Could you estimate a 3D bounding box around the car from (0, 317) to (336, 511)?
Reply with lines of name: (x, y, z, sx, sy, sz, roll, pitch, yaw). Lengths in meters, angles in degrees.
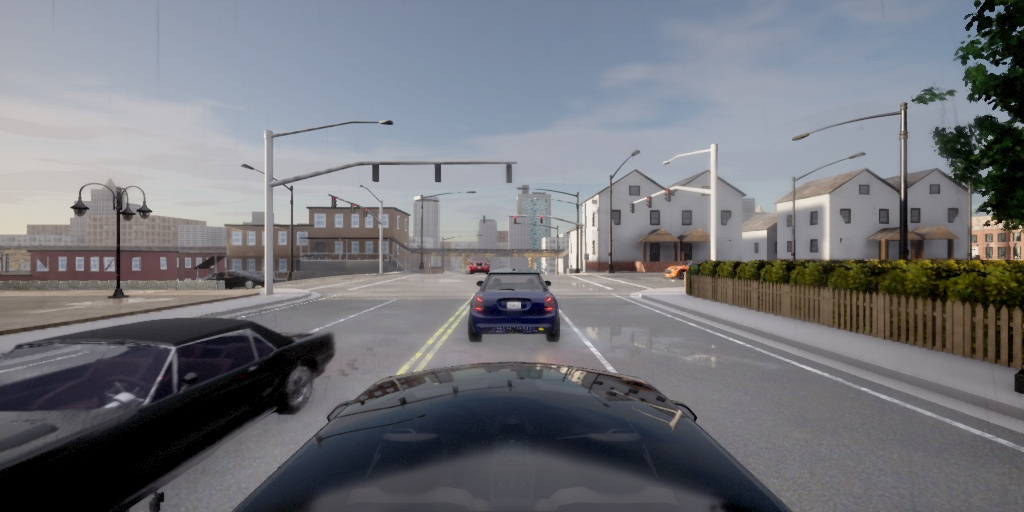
car: (-3.603, 1.351, 3.231, 1.895, 1.301, 4.718, 0, 0, 0)

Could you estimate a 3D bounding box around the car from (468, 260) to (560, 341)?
car: (0.054, 1.102, 10.009, 2.097, 1.767, 4.553, 0, 0, 0)

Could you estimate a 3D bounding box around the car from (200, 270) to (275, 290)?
car: (-20.511, 1.789, 26.815, 4.892, 1.490, 1.837, -5, 0, -1)

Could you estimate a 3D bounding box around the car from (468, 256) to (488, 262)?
car: (-3.524, 1.049, 39.165, 2.150, 2.045, 5.566, 0, -5, -4)

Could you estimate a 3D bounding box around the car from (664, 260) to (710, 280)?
car: (15.717, 1.102, 31.105, 4.553, 1.767, 2.097, 0, 0, -1)
